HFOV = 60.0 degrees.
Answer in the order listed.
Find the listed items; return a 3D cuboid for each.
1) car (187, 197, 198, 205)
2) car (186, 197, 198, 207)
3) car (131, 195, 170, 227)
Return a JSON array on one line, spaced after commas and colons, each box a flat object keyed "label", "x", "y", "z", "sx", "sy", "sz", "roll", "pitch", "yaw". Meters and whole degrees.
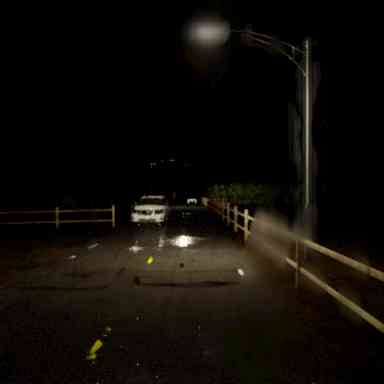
[{"label": "car", "x": 0.015, "y": 1.828, "z": 65.950, "sx": 2.128, "sy": 1.511, "sz": 4.902, "roll": 0, "pitch": -1, "yaw": 0}, {"label": "car", "x": 0.013, "y": 1.836, "z": 55.969, "sx": 1.895, "sy": 1.301, "sz": 4.718, "roll": 0, "pitch": -1, "yaw": 0}, {"label": "car", "x": -2.789, "y": 1.267, "z": 23.592, "sx": 2.150, "sy": 2.045, "sz": 5.566, "roll": 0, "pitch": 0, "yaw": 1}]
